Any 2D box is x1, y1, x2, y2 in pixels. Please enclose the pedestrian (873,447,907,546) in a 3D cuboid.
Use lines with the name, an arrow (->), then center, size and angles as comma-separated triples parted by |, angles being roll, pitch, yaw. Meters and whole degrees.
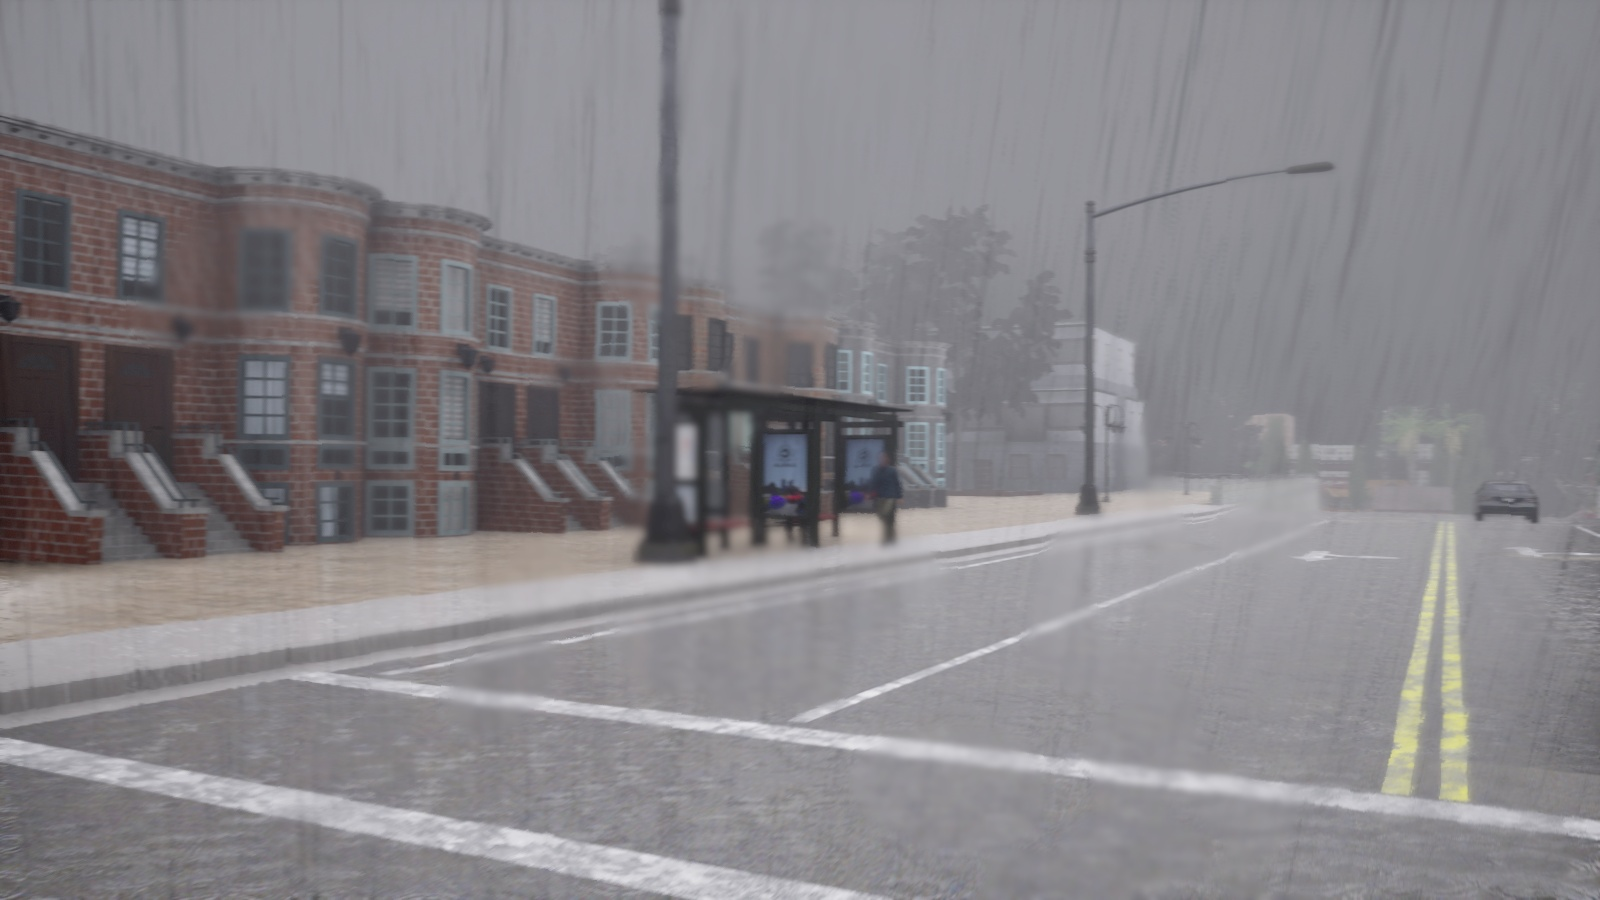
pedestrian -> 1.709, 0.876, 23.807 | 0.402, 1.842, 0.726 | -1, -1, 26

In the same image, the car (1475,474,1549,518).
car -> 24.484, 1.548, 43.328 | 2.033, 1.411, 5.357 | 0, -1, 28
